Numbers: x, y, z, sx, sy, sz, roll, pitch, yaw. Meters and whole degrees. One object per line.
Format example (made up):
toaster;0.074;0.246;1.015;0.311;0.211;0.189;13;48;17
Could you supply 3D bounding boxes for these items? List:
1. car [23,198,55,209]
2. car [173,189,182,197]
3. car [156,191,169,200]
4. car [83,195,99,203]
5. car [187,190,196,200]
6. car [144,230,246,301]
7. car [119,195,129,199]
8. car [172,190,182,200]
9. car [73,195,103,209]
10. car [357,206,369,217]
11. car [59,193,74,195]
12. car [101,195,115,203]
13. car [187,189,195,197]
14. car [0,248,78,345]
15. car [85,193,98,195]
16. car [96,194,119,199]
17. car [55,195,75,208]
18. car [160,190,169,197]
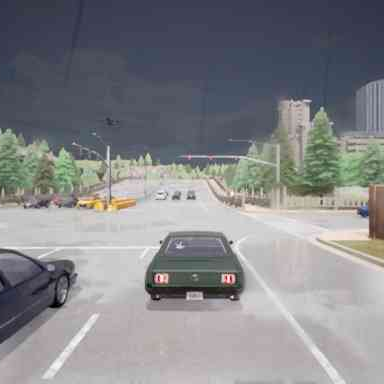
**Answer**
car;-21.130;1.510;45.331;2.128;1.511;4.902;0;0;0
car;-3.724;0.244;87.408;2.128;1.511;4.902;0;7;0
car;-7.160;0.762;77.203;2.150;2.045;5.566;0;4;0
car;-21.114;1.365;69.606;1.882;1.535;5.008;0;1;0
car;-0.161;0.888;77.362;2.097;1.767;4.553;0;4;0
car;0.102;1.604;8.279;1.895;1.301;4.718;0;0;1
car;-14.108;1.435;68.675;1.812;1.442;4.674;0;1;0
car;-3.660;1.051;77.107;1.837;1.490;4.892;0;4;0
car;-14.103;1.497;45.320;1.882;1.535;5.008;0;0;-1
car;16.978;1.490;28.829;5.008;1.535;1.882;0;0;0
car;-21.125;1.241;55.435;2.150;2.045;5.566;0;1;-1
car;-17.617;1.423;70.162;1.994;1.385;4.181;0;1;0
car;-0.224;0.259;87.431;2.033;1.411;5.357;0;7;0
car;-3.435;1.550;4.866;2.033;1.411;5.357;0;0;0
car;-17.624;1.245;57.929;2.150;2.045;5.566;0;0;0
car;-14.132;1.515;55.061;2.128;1.511;4.902;0;0;0
car;-17.631;1.525;47.782;1.837;1.490;4.892;0;0;0
car;-7.226;0.266;87.838;1.895;1.301;4.718;0;7;0
